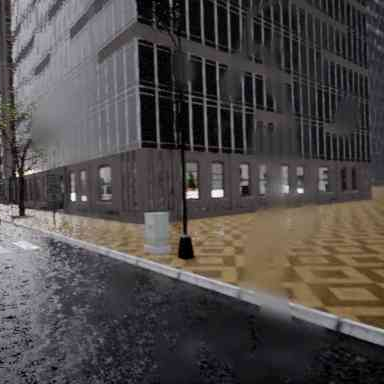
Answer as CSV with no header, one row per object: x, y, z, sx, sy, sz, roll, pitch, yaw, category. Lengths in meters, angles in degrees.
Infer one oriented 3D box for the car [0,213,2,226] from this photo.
-13.917,1.437,21.855,1.967,1.590,4.097,-1,0,-39,car
